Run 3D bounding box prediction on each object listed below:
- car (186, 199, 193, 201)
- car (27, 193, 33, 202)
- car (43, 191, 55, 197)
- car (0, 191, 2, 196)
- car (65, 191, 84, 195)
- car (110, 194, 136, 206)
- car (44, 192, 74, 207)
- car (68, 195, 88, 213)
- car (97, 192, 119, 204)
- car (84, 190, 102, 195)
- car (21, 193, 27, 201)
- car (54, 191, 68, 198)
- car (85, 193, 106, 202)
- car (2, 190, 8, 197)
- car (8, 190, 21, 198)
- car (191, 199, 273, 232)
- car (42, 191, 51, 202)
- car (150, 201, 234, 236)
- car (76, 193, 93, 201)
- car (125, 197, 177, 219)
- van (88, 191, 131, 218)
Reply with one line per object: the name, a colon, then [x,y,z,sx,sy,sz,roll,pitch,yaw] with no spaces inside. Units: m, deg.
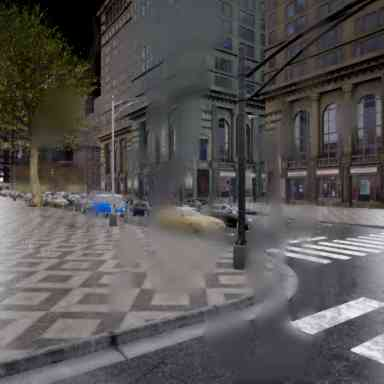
car: [0.180,1.315,32.033,1.947,1.339,4.313,1,0,-35]
car: [-22.986,0.910,50.048,2.008,1.369,4.403,1,0,-35]
car: [-35.476,0.471,82.496,1.802,1.307,4.206,1,0,-35]
car: [-45.676,0.254,82.162,1.967,1.590,4.097,1,0,-35]
car: [-15.072,1.029,43.531,1.812,1.442,4.674,0,1,-34]
car: [-9.544,1.073,45.799,2.008,1.369,4.403,1,0,-35]
car: [-16.405,1.051,40.734,1.752,1.417,4.829,1,0,-35]
car: [-10.019,1.230,31.694,2.008,1.369,4.403,1,0,-35]
car: [-12.784,0.880,50.386,1.967,1.590,4.097,1,0,-35]
car: [-9.190,0.870,35.132,2.150,2.045,5.566,0,1,-35]
car: [-26.227,0.830,54.636,2.008,1.369,4.403,1,0,-35]
car: [-28.992,0.587,73.321,1.887,1.381,4.507,1,0,-35]
car: [-16.027,0.910,54.973,2.008,1.369,4.403,1,0,-35]
car: [-42.434,0.330,77.574,1.967,1.590,4.097,1,0,-35]
car: [-35.950,0.483,68.398,1.967,1.590,4.097,1,0,-35]
car: [2.348,1.370,18.781,2.128,1.511,4.902,0,1,-35]
car: [-19.744,0.992,45.461,2.008,1.369,4.403,1,0,-35]
car: [-0.194,1.398,17.787,1.752,1.417,4.829,1,0,-35]
car: [-19.269,0.861,59.560,1.802,1.307,4.206,1,0,-35]
car: [-3.374,1.338,26.890,1.994,1.385,4.181,0,1,-35]
van: [-6.775,1.091,27.105,1.690,1.788,3.998,1,0,-35]
